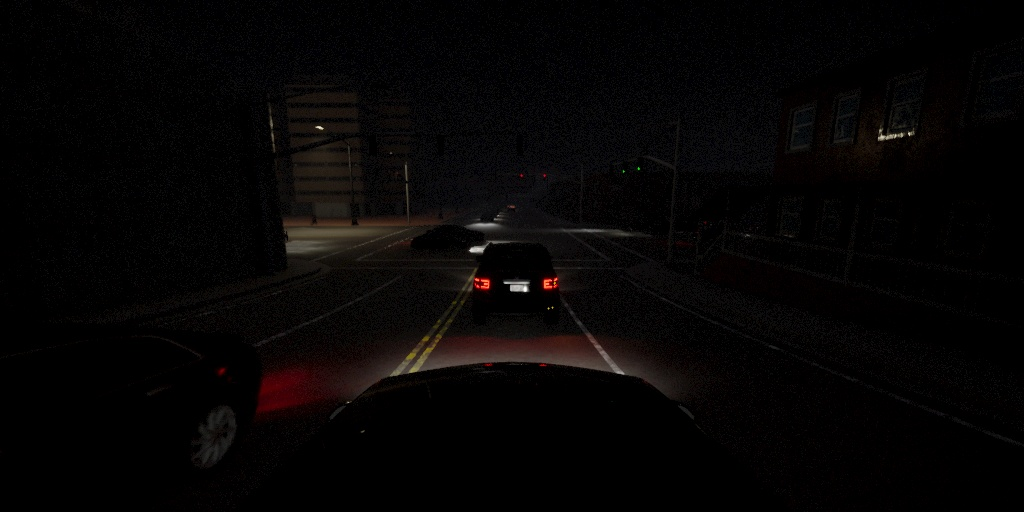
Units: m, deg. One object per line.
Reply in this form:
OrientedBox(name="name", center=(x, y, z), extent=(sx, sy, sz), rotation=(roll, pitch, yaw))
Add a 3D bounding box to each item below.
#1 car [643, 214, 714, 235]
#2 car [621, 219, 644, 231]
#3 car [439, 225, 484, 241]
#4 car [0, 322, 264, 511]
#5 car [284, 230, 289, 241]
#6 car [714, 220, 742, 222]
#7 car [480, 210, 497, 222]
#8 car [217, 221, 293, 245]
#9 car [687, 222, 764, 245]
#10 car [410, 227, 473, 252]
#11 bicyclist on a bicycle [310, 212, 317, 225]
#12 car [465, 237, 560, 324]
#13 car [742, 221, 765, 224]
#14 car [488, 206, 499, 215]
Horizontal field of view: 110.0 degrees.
OrientedBox(name="car", center=(16.889, -3.270, 36.614), extent=(5.566, 2.045, 2.150), rotation=(0, 10, 0))
OrientedBox(name="car", center=(14.768, -3.488, 40.141), extent=(4.718, 1.301, 1.895), rotation=(0, 10, 0))
OrientedBox(name="car", center=(-4.734, -1.793, 29.581), extent=(4.892, 1.490, 1.837), rotation=(0, 10, 0))
OrientedBox(name="car", center=(-3.596, 1.265, 1.873), extent=(1.837, 1.490, 4.892), rotation=(0, 0, 0))
OrientedBox(name="car", center=(-19.317, -1.363, 26.118), extent=(4.553, 1.767, 2.097), rotation=(0, 10, 0))
OrientedBox(name="car", center=(23.846, -3.555, 40.097), extent=(4.674, 1.442, 1.812), rotation=(0, 10, 0))
OrientedBox(name="car", center=(-3.708, -5.870, 54.075), extent=(1.895, 1.301, 4.718), rotation=(0, 10, 0))
OrientedBox(name="car", center=(-21.046, -1.953, 29.570), extent=(4.553, 1.767, 2.097), rotation=(0, 10, 0))
OrientedBox(name="car", center=(17.534, -1.782, 29.562), extent=(4.892, 1.490, 1.837), rotation=(0, 10, 0))
OrientedBox(name="car", center=(-5.243, -1.147, 26.143), extent=(4.181, 1.385, 1.994), rotation=(0, 10, 0))
OrientedBox(name="bicyclist on a bicycle", center=(-25.361, -4.775, 45.815), extent=(0.582, 1.620, 1.656), rotation=(0, 10, 0))
OrientedBox(name="car", center=(0.066, 0.604, 10.697), extent=(2.150, 2.045, 5.566), rotation=(0, 4, -1))
OrientedBox(name="car", center=(26.685, -2.964, 36.647), extent=(4.674, 1.442, 1.812), rotation=(0, 10, 0))
OrientedBox(name="car", center=(-3.702, -7.436, 62.822), extent=(1.812, 1.442, 4.674), rotation=(0, 10, 0))
